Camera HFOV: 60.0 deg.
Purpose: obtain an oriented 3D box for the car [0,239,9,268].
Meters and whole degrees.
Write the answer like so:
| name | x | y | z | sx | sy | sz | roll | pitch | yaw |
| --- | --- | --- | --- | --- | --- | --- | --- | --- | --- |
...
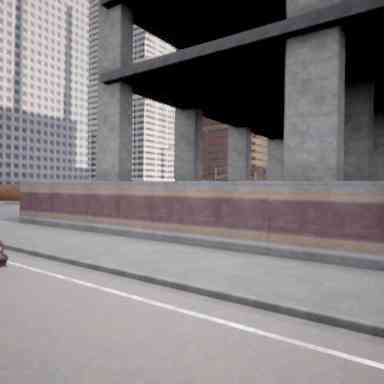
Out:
| name | x | y | z | sx | sy | sz | roll | pitch | yaw |
| --- | --- | --- | --- | --- | --- | --- | --- | --- | --- |
| car | -7.016 | 1.379 | 8.940 | 5.357 | 1.411 | 2.033 | 1 | 1 | 36 |
